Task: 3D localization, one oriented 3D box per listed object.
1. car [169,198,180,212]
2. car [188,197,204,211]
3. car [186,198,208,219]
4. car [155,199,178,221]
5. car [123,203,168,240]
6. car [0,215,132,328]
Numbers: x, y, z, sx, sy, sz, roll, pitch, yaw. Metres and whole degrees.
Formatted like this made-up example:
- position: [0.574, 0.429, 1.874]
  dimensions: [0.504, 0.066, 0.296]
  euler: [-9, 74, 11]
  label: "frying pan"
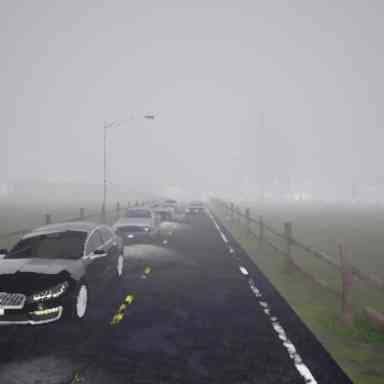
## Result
- position: [-2.301, 1.441, 35.630]
  dimensions: [1.882, 1.535, 5.008]
  euler: [0, 0, 1]
  label: "car"
- position: [0.538, 1.470, 40.943]
  dimensions: [1.837, 1.490, 4.892]
  euler: [0, 1, 1]
  label: "car"
- position: [0.409, 1.519, 28.968]
  dimensions: [2.033, 1.411, 5.357]
  euler: [0, 0, 1]
  label: "car"
- position: [-2.477, 1.527, 26.677]
  dimensions: [1.994, 1.385, 4.181]
  euler: [0, 0, 1]
  label: "car"
- position: [-2.640, 1.520, 17.073]
  dimensions: [2.033, 1.411, 5.357]
  euler: [0, 0, 0]
  label: "car"
- position: [-2.775, 1.487, 7.265]
  dimensions: [1.837, 1.490, 4.892]
  euler: [0, 0, 1]
  label: "car"
